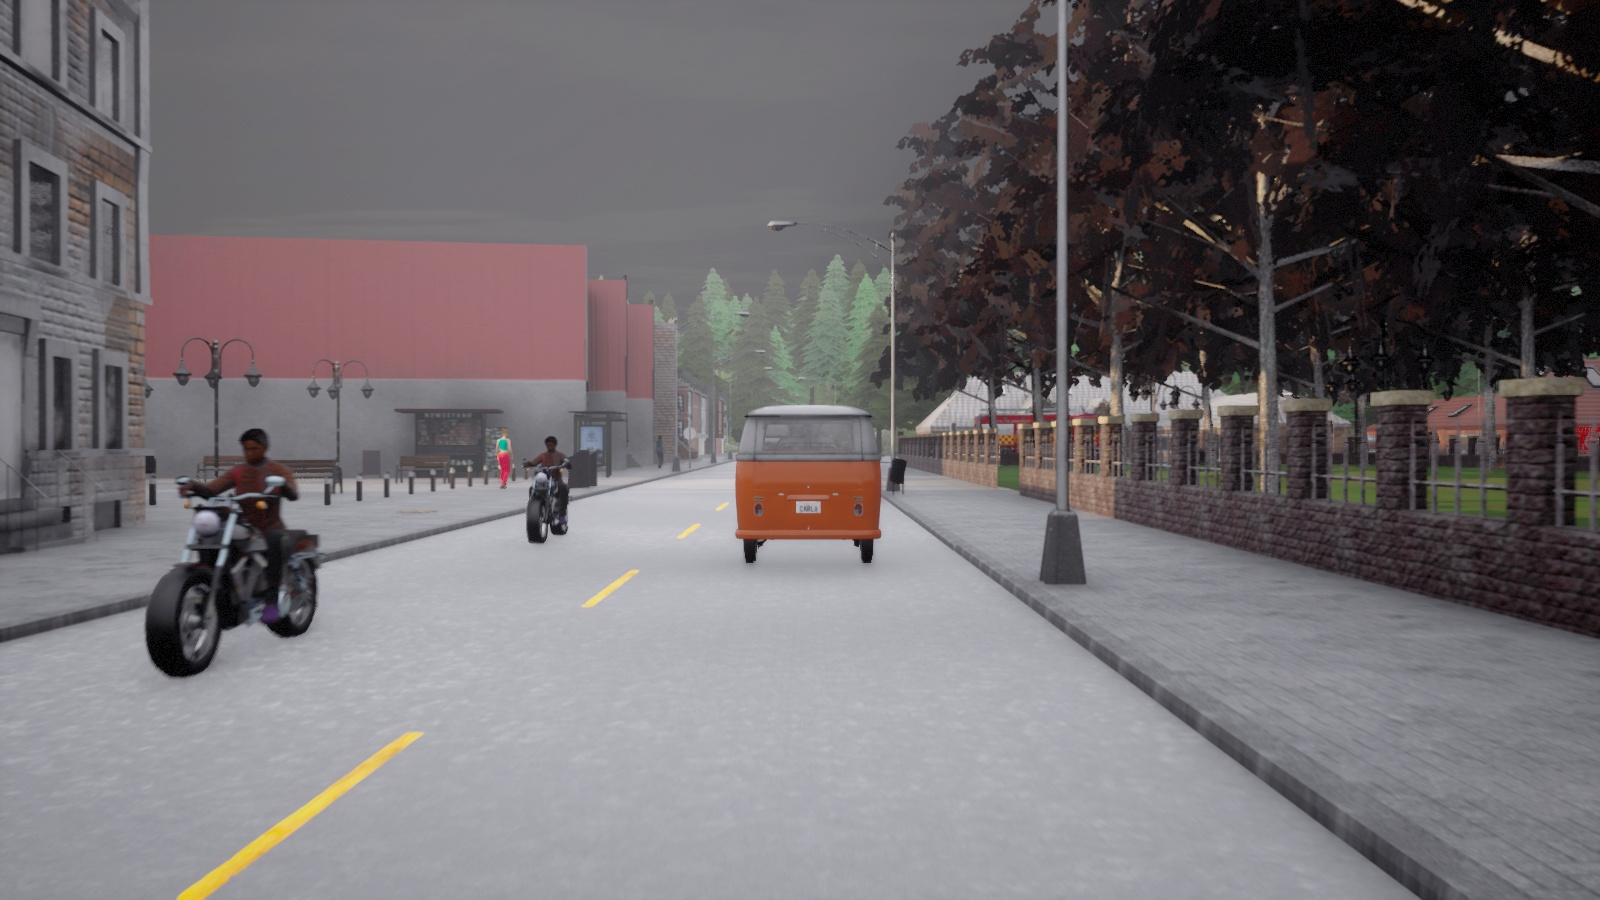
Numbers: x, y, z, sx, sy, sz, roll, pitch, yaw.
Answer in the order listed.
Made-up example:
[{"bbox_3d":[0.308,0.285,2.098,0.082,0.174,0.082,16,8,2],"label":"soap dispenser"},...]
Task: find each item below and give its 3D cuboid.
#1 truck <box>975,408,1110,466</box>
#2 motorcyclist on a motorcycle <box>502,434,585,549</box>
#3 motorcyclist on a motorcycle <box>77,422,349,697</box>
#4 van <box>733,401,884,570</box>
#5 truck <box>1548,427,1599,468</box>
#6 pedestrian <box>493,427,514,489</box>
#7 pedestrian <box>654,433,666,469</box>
[{"bbox_3d":[16.305,-0.883,84.809,8.468,3.827,2.891,0,0,-1],"label":"truck"},{"bbox_3d":[-3.877,0.586,19.187,0.766,1.649,2.350,0,0,0],"label":"motorcyclist on a motorcycle"},{"bbox_3d":[-3.936,0.645,8.697,0.766,1.649,2.350,0,0,0],"label":"motorcyclist on a motorcycle"},{"bbox_3d":[0.111,0.404,16.987,1.775,1.987,4.442,0,0,0],"label":"van"},{"bbox_3d":[49.081,-0.135,77.080,2.627,2.467,5.204,0,0,-13],"label":"truck"},{"bbox_3d":[-8.928,0.236,37.810,0.345,1.836,0.594,0,0,22],"label":"pedestrian"},{"bbox_3d":[-7.554,0.069,67.644,0.396,1.930,0.692,0,0,19],"label":"pedestrian"}]
